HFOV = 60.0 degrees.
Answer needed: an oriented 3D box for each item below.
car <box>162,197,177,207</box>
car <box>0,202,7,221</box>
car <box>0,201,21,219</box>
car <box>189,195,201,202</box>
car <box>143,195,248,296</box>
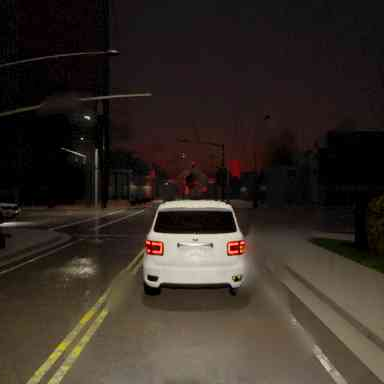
[{"bbox_3d":[-3.530,1.564,52.961,1.994,1.385,4.181,0,0,0],"label":"car"},{"bbox_3d":[-16.219,1.667,24.062,4.181,1.385,1.994,-1,0,0],"label":"car"},{"bbox_3d":[-17.298,1.339,27.558,5.566,2.045,2.150,-1,0,0],"label":"car"},{"bbox_3d":[0.839,1.465,78.688,1.882,1.535,5.008,0,0,12],"label":"car"},{"bbox_3d":[0.080,1.221,8.818,2.150,2.045,5.566,0,0,0],"label":"car"}]
